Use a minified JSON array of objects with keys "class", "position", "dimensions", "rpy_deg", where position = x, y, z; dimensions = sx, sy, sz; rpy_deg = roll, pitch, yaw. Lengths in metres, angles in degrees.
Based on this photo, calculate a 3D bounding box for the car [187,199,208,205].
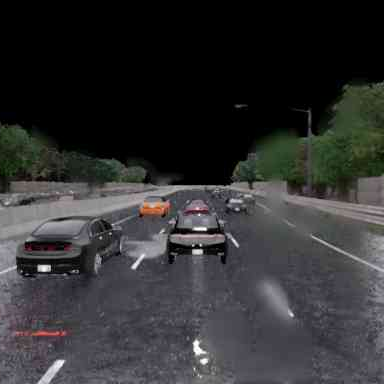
[{"class":"car","position":[0.500,1.312,29.397],"dimensions":[1.994,1.385,4.181],"rpy_deg":[0,1,1]}]

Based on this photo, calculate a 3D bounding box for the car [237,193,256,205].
[{"class":"car","position":[7.723,0.983,46.582],"dimensions":[1.812,1.442,4.674],"rpy_deg":[0,1,3]}]

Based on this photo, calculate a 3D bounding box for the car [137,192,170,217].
[{"class":"car","position":[-3.034,1.120,28.007],"dimensions":[2.097,1.767,4.553],"rpy_deg":[0,1,1]}]

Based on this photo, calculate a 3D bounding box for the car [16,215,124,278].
[{"class":"car","position":[-3.338,1.464,9.977],"dimensions":[1.837,1.490,4.892],"rpy_deg":[0,0,1]}]

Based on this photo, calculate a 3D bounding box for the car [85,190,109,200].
[{"class":"car","position":[-16.395,0.800,57.641],"dimensions":[1.994,1.385,4.181],"rpy_deg":[0,1,2]}]

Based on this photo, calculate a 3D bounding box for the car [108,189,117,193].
[{"class":"car","position":[-19.252,-0.182,79.849],"dimensions":[1.812,1.442,4.674],"rpy_deg":[0,2,2]}]

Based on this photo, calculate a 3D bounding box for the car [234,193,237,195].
[{"class":"car","position":[8.126,0.805,56.532],"dimensions":[1.994,1.385,4.181],"rpy_deg":[0,1,2]}]

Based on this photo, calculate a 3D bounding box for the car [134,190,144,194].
[{"class":"car","position":[-12.314,0.244,77.424],"dimensions":[1.895,1.301,4.718],"rpy_deg":[0,2,2]}]

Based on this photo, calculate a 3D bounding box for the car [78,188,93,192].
[{"class":"car","position":[-22.962,0.092,72.158],"dimensions":[2.150,2.045,5.566],"rpy_deg":[0,1,2]}]

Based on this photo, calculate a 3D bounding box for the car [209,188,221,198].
[{"class":"car","position":[4.959,0.447,68.844],"dimensions":[1.837,1.490,4.892],"rpy_deg":[0,1,2]}]

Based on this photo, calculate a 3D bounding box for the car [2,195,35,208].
[{"class":"car","position":[-20.356,1.104,39.204],"dimensions":[2.128,1.511,4.902],"rpy_deg":[0,1,2]}]

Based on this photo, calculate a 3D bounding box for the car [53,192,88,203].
[{"class":"car","position":[-13.517,1.128,36.562],"dimensions":[1.882,1.535,5.008],"rpy_deg":[0,1,2]}]

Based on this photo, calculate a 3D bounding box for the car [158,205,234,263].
[{"class":"car","position":[0.179,1.437,11.712],"dimensions":[2.128,1.511,4.902],"rpy_deg":[0,1,1]}]

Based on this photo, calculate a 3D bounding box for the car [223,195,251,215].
[{"class":"car","position":[3.928,1.254,30.656],"dimensions":[1.812,1.442,4.674],"rpy_deg":[0,1,1]}]
